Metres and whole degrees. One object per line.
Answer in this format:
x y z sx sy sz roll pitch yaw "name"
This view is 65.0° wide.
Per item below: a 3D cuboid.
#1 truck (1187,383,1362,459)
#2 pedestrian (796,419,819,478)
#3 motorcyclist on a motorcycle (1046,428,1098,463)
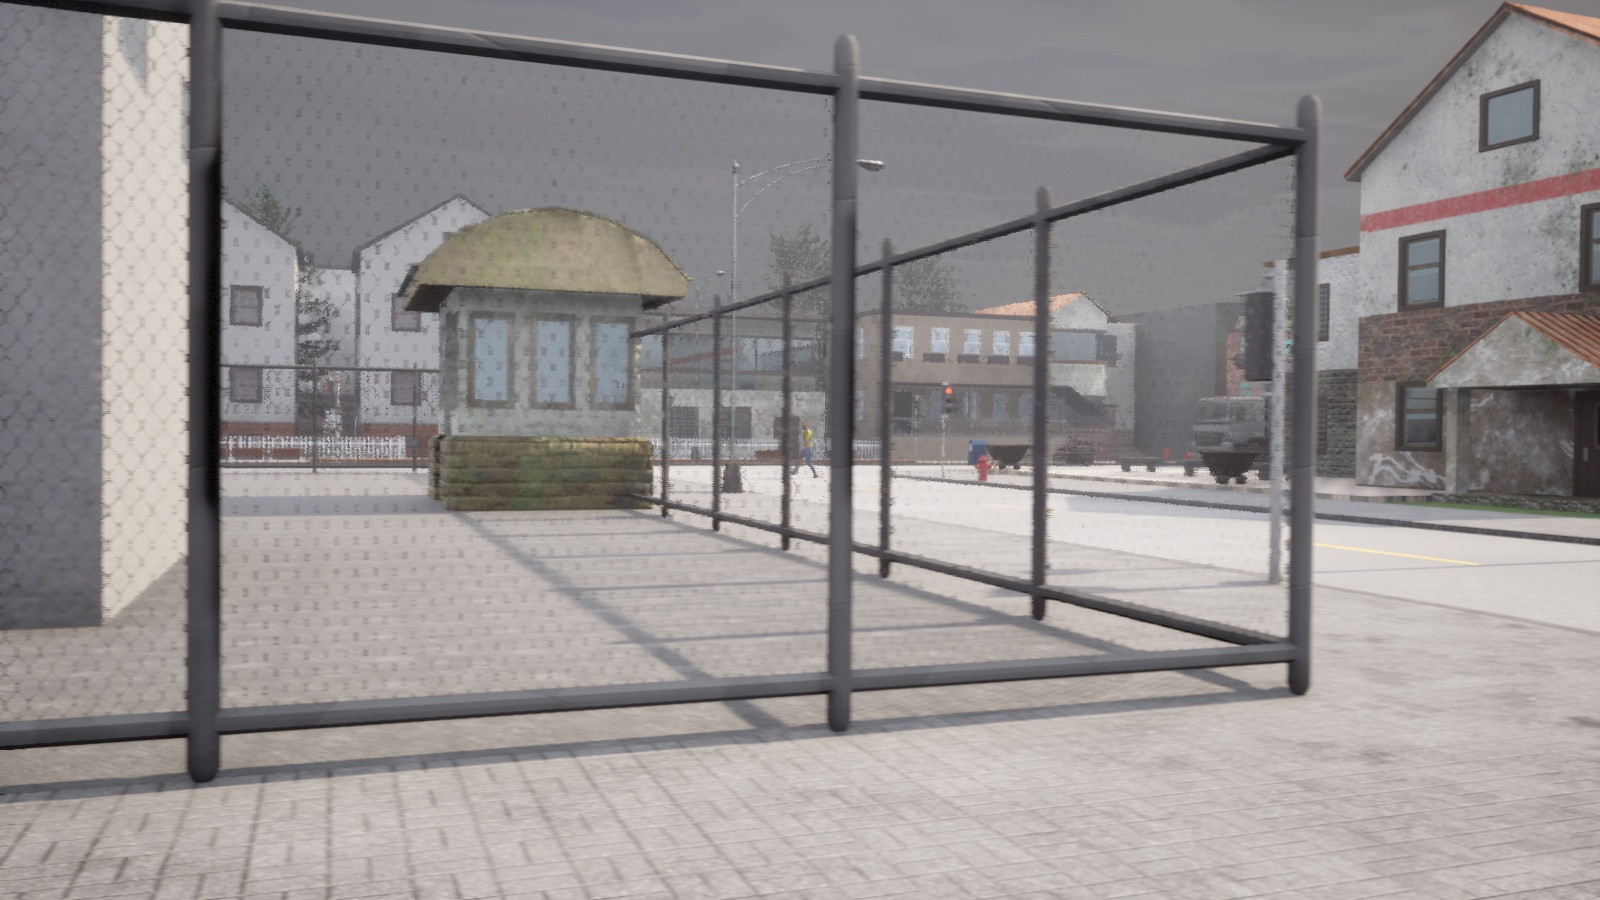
22.915 -1.415 60.623 7.936 3.462 2.891 -1 1 -20 "truck"
0.228 -0.049 39.166 0.706 1.836 0.354 -1 1 -1 "pedestrian"
12.273 -0.218 56.679 2.191 1.530 0.866 -1 1 -20 "motorcyclist on a motorcycle"
